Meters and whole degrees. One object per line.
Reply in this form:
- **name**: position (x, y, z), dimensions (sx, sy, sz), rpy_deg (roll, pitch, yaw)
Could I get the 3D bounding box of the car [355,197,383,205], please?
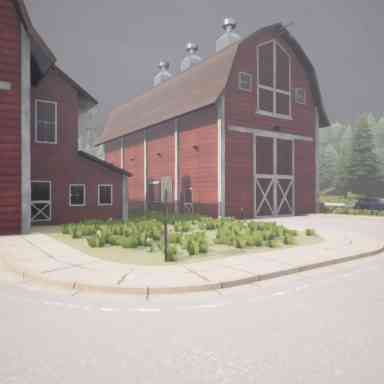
- **car**: position (20.146, 1.387, 36.101), dimensions (2.097, 1.767, 4.553), rpy_deg (0, 0, -34)
